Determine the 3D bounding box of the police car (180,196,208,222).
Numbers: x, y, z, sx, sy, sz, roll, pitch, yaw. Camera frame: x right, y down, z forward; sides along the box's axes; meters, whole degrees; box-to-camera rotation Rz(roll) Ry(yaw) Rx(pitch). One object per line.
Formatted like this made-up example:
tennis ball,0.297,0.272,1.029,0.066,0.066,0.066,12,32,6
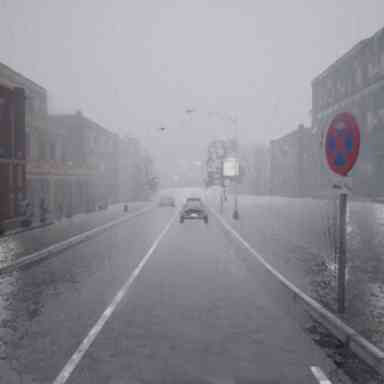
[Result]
police car,0.147,1.340,24.580,2.038,1.542,4.974,0,1,0

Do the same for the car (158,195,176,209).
car,-2.962,1.179,40.224,1.837,1.490,4.892,0,0,1

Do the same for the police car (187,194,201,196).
police car,0.247,1.068,43.066,1.930,1.638,5.238,0,1,0
